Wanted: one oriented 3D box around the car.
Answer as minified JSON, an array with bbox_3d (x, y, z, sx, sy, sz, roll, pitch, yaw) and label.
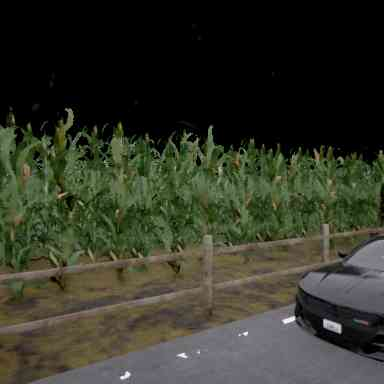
[{"bbox_3d":[3.871,1.487,5.775,5.008,1.535,1.882,0,0,-35],"label":"car"}]
